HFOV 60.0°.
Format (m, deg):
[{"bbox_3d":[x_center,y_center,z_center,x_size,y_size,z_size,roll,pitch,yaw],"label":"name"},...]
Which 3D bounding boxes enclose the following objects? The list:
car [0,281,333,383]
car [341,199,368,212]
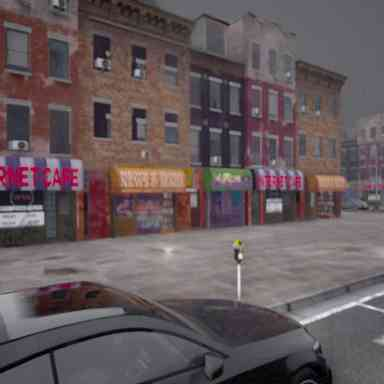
[{"bbox_3d":[-0.815,1.522,2.701,4.674,1.442,1.812,0,0,-35],"label":"car"},{"bbox_3d":[17.577,1.435,37.668,1.994,1.385,4.181,0,0,-36],"label":"car"}]
